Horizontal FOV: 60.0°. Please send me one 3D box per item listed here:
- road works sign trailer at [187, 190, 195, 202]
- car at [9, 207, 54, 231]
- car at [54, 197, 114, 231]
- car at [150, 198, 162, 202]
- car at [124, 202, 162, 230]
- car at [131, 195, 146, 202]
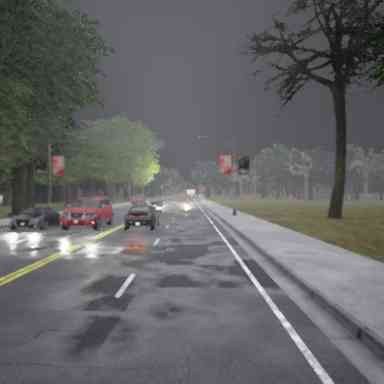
[{"bbox_3d":[-0.260,1.011,94.714,2.380,3.560,2.880,0,0,0],"label":"road works sign trailer"},{"bbox_3d":[-9.898,1.679,21.432,1.994,1.385,4.181,0,0,0],"label":"car"},{"bbox_3d":[-6.649,1.338,21.770,2.150,2.045,5.566,0,0,0],"label":"car"},{"bbox_3d":[-6.792,1.836,62.708,1.882,1.535,5.008,0,0,0],"label":"car"},{"bbox_3d":[-3.201,1.623,21.972,1.837,1.490,4.892,0,0,0],"label":"car"},{"bbox_3d":[-10.038,1.579,62.673,2.150,2.045,5.566,0,0,0],"label":"car"}]
